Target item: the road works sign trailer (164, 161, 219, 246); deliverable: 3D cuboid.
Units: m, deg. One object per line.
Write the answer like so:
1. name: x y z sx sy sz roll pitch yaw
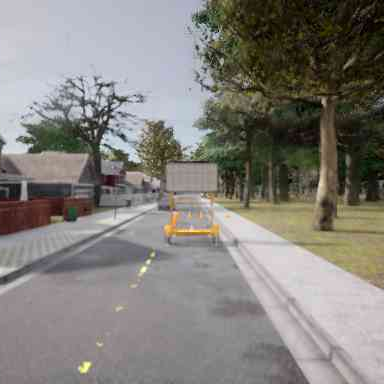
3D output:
1. road works sign trailer: -0.006 0.415 14.993 2.380 3.560 2.880 0 0 0

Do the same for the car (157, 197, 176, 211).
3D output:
1. car: -2.853 1.387 38.216 1.837 1.490 4.892 0 0 0
